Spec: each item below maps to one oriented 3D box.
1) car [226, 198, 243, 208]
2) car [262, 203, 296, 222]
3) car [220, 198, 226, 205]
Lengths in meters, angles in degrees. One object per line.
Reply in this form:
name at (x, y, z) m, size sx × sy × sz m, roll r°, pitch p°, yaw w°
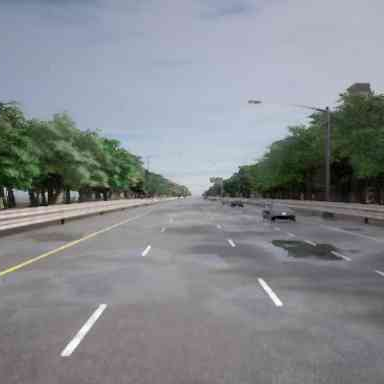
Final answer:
car at (7.144, 1.809, 54.472) m, size 1.837 × 1.490 × 4.892 m, roll 0°, pitch -1°, yaw 0°
car at (7.033, 1.625, 27.334) m, size 1.994 × 1.385 × 4.181 m, roll 0°, pitch 0°, yaw 0°
car at (7.262, 2.075, 72.154) m, size 2.033 × 1.411 × 5.357 m, roll 0°, pitch -1°, yaw 0°
